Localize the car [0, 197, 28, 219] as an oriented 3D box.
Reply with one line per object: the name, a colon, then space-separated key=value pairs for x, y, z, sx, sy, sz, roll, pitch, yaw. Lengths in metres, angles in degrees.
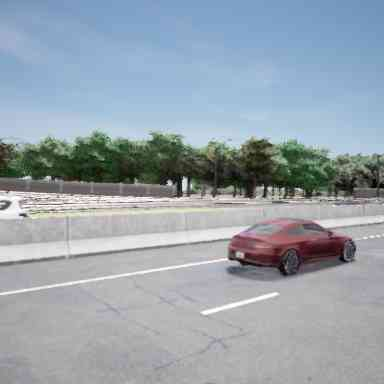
car: x=-9.959 y=1.222 z=14.085 sx=5.566 sy=2.045 sz=2.150 roll=0 pitch=0 yaw=-35

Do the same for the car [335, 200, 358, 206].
car: x=21.433 y=1.697 z=44.965 sx=4.718 sy=1.301 sz=1.895 roll=0 pitch=0 yaw=-35

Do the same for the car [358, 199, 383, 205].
car: x=23.733 y=1.590 z=42.302 sx=4.902 sy=1.511 sz=2.128 roll=0 pitch=0 yaw=-35

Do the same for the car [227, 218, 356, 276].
car: x=3.169 y=1.533 z=10.321 sx=4.674 sy=1.442 sz=1.812 roll=0 pitch=0 yaw=-36
